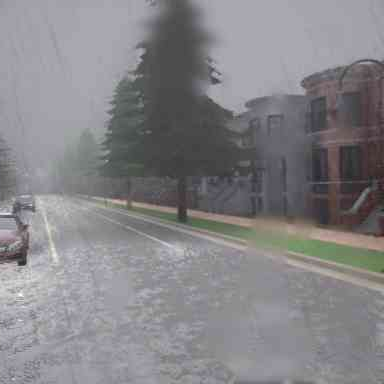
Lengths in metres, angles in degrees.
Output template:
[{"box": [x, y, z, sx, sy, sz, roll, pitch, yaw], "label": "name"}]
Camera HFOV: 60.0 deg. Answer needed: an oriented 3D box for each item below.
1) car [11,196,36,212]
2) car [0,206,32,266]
[{"box": [-16.746, 1.179, 33.199, 1.837, 1.490, 4.892, -3, 2, -25], "label": "car"}, {"box": [-6.337, 1.444, 10.745, 1.812, 1.442, 4.674, -3, 2, -25], "label": "car"}]
